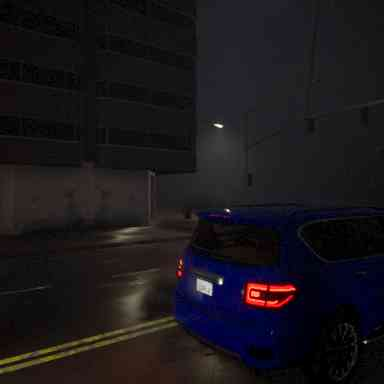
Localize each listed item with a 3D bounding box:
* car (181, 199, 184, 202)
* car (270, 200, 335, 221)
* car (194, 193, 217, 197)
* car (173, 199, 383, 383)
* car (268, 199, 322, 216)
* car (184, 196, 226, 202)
[{"bbox_3d":[0.188,1.352,53.043,2.097,1.767,4.553,0,0,-36],"label":"car"},{"bbox_3d":[9.306,1.492,28.387,2.128,1.511,4.902,0,0,-36],"label":"car"},{"bbox_3d":[2.189,1.220,44.059,2.150,2.045,5.566,0,0,-36],"label":"car"},{"bbox_3d":[2.348,1.221,5.483,5.566,2.045,2.150,0,0,-35],"label":"car"},{"bbox_3d":[10.145,1.491,33.169,2.128,1.511,4.902,0,0,-36],"label":"car"},{"bbox_3d":[1.749,1.548,38.731,2.033,1.411,5.357,0,0,-36],"label":"car"}]
